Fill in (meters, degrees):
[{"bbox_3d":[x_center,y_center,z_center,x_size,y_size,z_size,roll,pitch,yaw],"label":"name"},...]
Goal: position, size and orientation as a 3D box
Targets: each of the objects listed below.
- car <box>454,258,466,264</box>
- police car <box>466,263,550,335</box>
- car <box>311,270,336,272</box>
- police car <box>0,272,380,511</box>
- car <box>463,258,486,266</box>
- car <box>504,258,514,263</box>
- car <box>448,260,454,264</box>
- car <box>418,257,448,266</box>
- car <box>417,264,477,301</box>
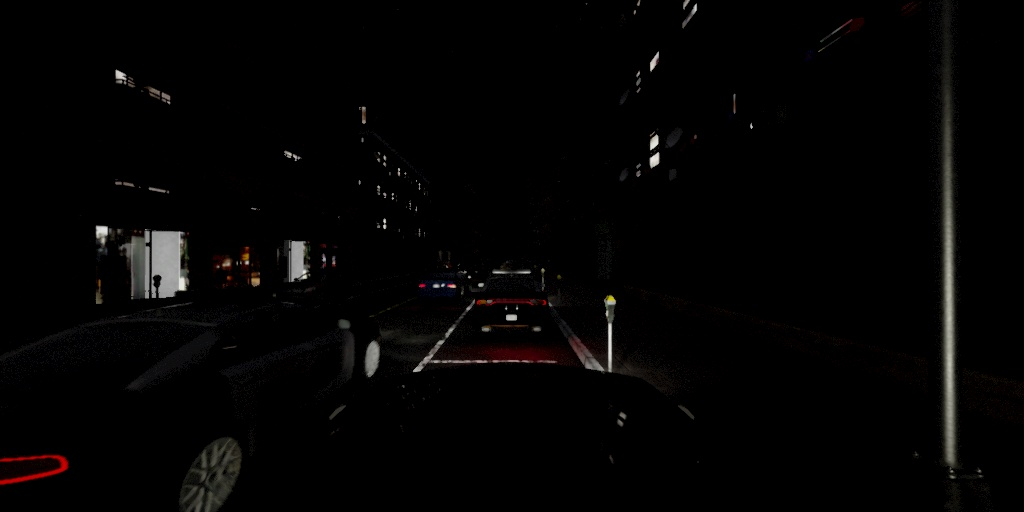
[{"bbox_3d":[-6.164,1.099,48.561,2.097,1.767,4.553,0,0,0],"label":"car"},{"bbox_3d":[-0.011,1.175,10.609,1.930,1.638,5.238,0,0,0],"label":"police car"},{"bbox_3d":[-8.837,1.333,16.462,1.802,1.307,4.207,0,0,0],"label":"car"},{"bbox_3d":[-3.146,1.175,4.192,1.930,1.638,5.238,0,0,0],"label":"police car"},{"bbox_3d":[-3.122,1.227,34.170,1.882,1.535,5.008,0,0,0],"label":"car"},{"bbox_3d":[-0.456,1.275,39.173,1.751,1.417,4.829,0,0,0],"label":"car"},{"bbox_3d":[-8.837,1.188,44.643,1.967,1.591,4.097,0,0,0],"label":"car"},{"bbox_3d":[-8.837,1.064,39.007,2.192,1.841,5.009,0,0,0],"label":"car"},{"bbox_3d":[-3.138,1.298,17.442,2.033,1.411,5.357,0,0,0],"label":"car"}]
